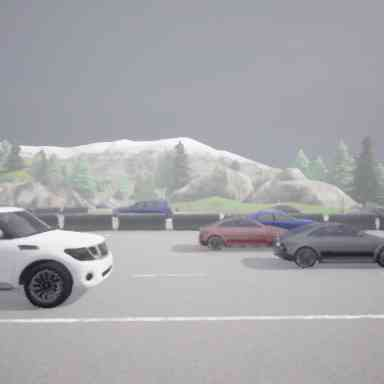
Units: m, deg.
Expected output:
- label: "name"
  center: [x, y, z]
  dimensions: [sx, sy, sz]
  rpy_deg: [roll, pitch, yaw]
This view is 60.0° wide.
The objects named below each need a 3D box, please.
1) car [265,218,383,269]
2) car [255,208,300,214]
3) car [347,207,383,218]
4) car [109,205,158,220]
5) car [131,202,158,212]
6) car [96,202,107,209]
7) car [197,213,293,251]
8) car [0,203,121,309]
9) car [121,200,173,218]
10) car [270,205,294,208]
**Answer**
- label: "car"
  center: [4.925, 1.745, 11.417]
  dimensions: [4.181, 1.385, 1.994]
  rpy_deg: [0, -1, -2]
- label: "car"
  center: [4.603, 1.803, 18.410]
  dimensions: [5.008, 1.535, 1.882]
  rpy_deg: [0, -1, -2]
- label: "car"
  center: [19.938, 2.330, 36.732]
  dimensions: [5.357, 1.411, 2.033]
  rpy_deg: [0, -1, -2]
- label: "car"
  center: [-6.219, 2.156, 35.692]
  dimensions: [4.902, 1.511, 2.128]
  rpy_deg: [0, -1, -2]
- label: "car"
  center: [-7.812, 2.411, 54.549]
  dimensions: [4.674, 1.442, 1.812]
  rpy_deg: [0, -2, 44]
- label: "car"
  center: [-19.600, 3.042, 72.144]
  dimensions: [1.812, 1.442, 4.674]
  rpy_deg: [2, -4, -20]
- label: "car"
  center: [2.328, 1.810, 14.816]
  dimensions: [4.181, 1.385, 1.994]
  rpy_deg: [0, -1, -2]
- label: "car"
  center: [-4.665, 1.301, 7.537]
  dimensions: [5.566, 2.045, 2.150]
  rpy_deg: [0, -1, -3]
- label: "car"
  center: [-4.648, 1.817, 32.258]
  dimensions: [5.566, 2.045, 2.150]
  rpy_deg: [0, -1, -2]
- label: "car"
  center: [10.390, 2.311, 39.856]
  dimensions: [4.892, 1.490, 1.837]
  rpy_deg: [1, -1, -2]
